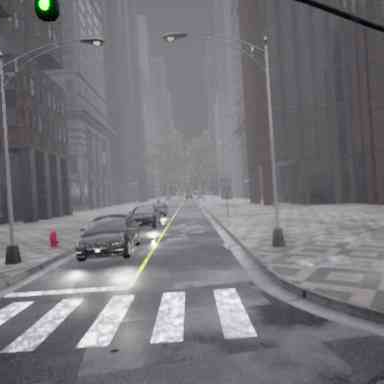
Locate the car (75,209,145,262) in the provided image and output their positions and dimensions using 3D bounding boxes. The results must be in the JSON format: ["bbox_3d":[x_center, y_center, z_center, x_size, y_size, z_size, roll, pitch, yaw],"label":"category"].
[{"bbox_3d":[-3.238,1.708,13.476,1.837,1.490,4.892,-4,0,-2],"label":"car"}]

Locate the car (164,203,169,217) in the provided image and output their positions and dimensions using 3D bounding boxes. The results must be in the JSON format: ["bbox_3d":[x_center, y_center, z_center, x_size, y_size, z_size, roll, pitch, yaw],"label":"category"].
[{"bbox_3d":[-3.397,1.760,33.894,2.033,1.411,5.357,-4,0,0],"label":"car"}]

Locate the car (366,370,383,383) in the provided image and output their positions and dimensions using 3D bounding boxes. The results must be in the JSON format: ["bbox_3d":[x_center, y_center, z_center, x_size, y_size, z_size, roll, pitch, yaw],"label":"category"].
[{"bbox_3d":[3.397,1.329,1.859,4.892,1.490,1.837,-4,0,-3],"label":"car"}]

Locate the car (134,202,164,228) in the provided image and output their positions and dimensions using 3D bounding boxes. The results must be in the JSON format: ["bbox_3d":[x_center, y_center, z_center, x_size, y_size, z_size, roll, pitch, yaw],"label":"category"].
[{"bbox_3d":[-3.319,1.687,23.563,1.882,1.535,5.008,-4,0,-1],"label":"car"}]
